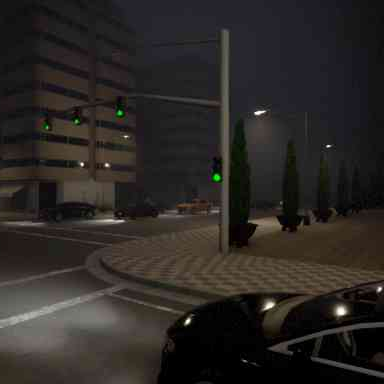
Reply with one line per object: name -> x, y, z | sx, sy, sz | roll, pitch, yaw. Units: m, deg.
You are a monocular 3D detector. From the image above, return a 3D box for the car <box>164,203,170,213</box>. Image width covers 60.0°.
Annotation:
car -> -4.538, 1.601, 35.443 | 2.033, 1.411, 5.357 | 0, 0, 35

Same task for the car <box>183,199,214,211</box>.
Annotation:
car -> 0.916, 1.618, 43.131 | 1.994, 1.385, 4.181 | 0, 0, 36

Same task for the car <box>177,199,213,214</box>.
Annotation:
car -> 0.368, 1.532, 36.316 | 1.882, 1.535, 5.008 | 0, 0, 35

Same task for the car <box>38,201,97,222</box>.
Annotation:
car -> -10.160, 1.559, 27.487 | 1.837, 1.490, 4.892 | 0, 0, 35

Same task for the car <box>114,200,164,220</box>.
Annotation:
car -> -4.784, 1.618, 29.030 | 1.994, 1.385, 4.181 | 0, 0, 35

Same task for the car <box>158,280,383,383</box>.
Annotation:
car -> 1.895, 1.492, 2.622 | 4.902, 1.511, 2.128 | 0, 0, 36

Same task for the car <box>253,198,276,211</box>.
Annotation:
car -> 9.117, 1.546, 42.288 | 2.128, 1.511, 4.902 | 0, 0, 35
